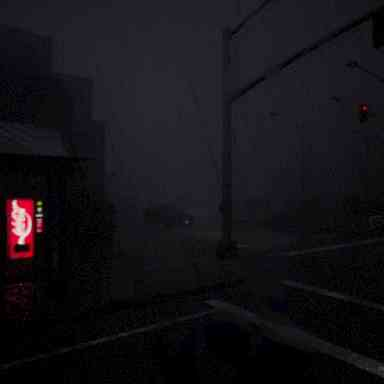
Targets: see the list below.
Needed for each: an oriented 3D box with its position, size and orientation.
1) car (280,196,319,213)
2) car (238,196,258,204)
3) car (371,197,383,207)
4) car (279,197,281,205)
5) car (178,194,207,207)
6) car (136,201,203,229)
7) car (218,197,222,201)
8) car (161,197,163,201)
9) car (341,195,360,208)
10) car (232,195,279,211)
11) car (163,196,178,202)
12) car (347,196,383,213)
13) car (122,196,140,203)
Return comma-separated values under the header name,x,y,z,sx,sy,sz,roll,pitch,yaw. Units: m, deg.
name,x,y,z,sx,sy,sz,roll,pitch,yaw
car,11.796,1.461,35.706,3.806,1.475,1.970,0,0,-36
car,11.271,1.571,66.995,3.633,1.501,1.845,0,0,-36
car,30.613,1.621,53.290,3.806,1.475,1.970,0,0,-36
car,17.062,1.549,58.852,4.514,1.523,2.007,0,0,-36
car,0.333,1.306,51.127,3.866,1.878,1.905,0,0,-36
car,-1.758,1.680,23.566,2.128,1.511,4.902,0,0,-36
car,8.728,1.600,83.612,4.514,1.523,2.007,0,0,-36
car,-4.652,1.622,70.331,3.806,1.475,1.970,0,0,-36
car,23.746,1.347,48.316,4.605,1.855,1.932,0,0,-36
car,7.792,1.382,40.732,5.027,1.636,2.152,0,0,-36
car,-1.696,1.326,53.248,4.605,1.855,1.932,0,0,-36
car,19.659,1.536,36.840,4.514,1.523,2.007,0,0,-36
car,-12.418,1.602,68.426,3.633,1.501,1.845,0,0,-36
